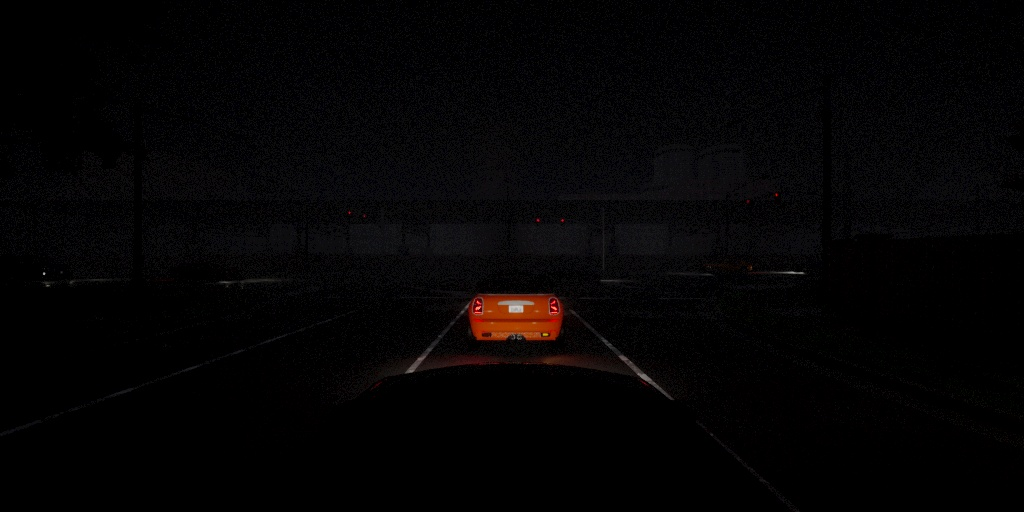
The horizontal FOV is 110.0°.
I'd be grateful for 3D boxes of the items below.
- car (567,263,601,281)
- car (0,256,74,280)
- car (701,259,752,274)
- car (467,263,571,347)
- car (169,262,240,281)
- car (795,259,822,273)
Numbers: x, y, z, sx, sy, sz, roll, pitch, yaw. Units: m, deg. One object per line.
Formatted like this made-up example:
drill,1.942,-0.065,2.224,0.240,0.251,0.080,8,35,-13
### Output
car,4.334,1.276,28.775,5.357,1.411,2.033,0,0,1
car,-40.364,0.993,30.006,5.566,2.045,2.150,0,0,1
car,23.227,1.098,39.000,5.008,1.535,1.882,-1,0,1
car,0.083,1.103,9.471,2.097,1.767,4.553,0,0,0
car,-25.233,1.228,29.532,5.008,1.535,1.882,0,0,2
car,33.137,1.065,38.746,4.181,1.385,1.994,-1,0,1
